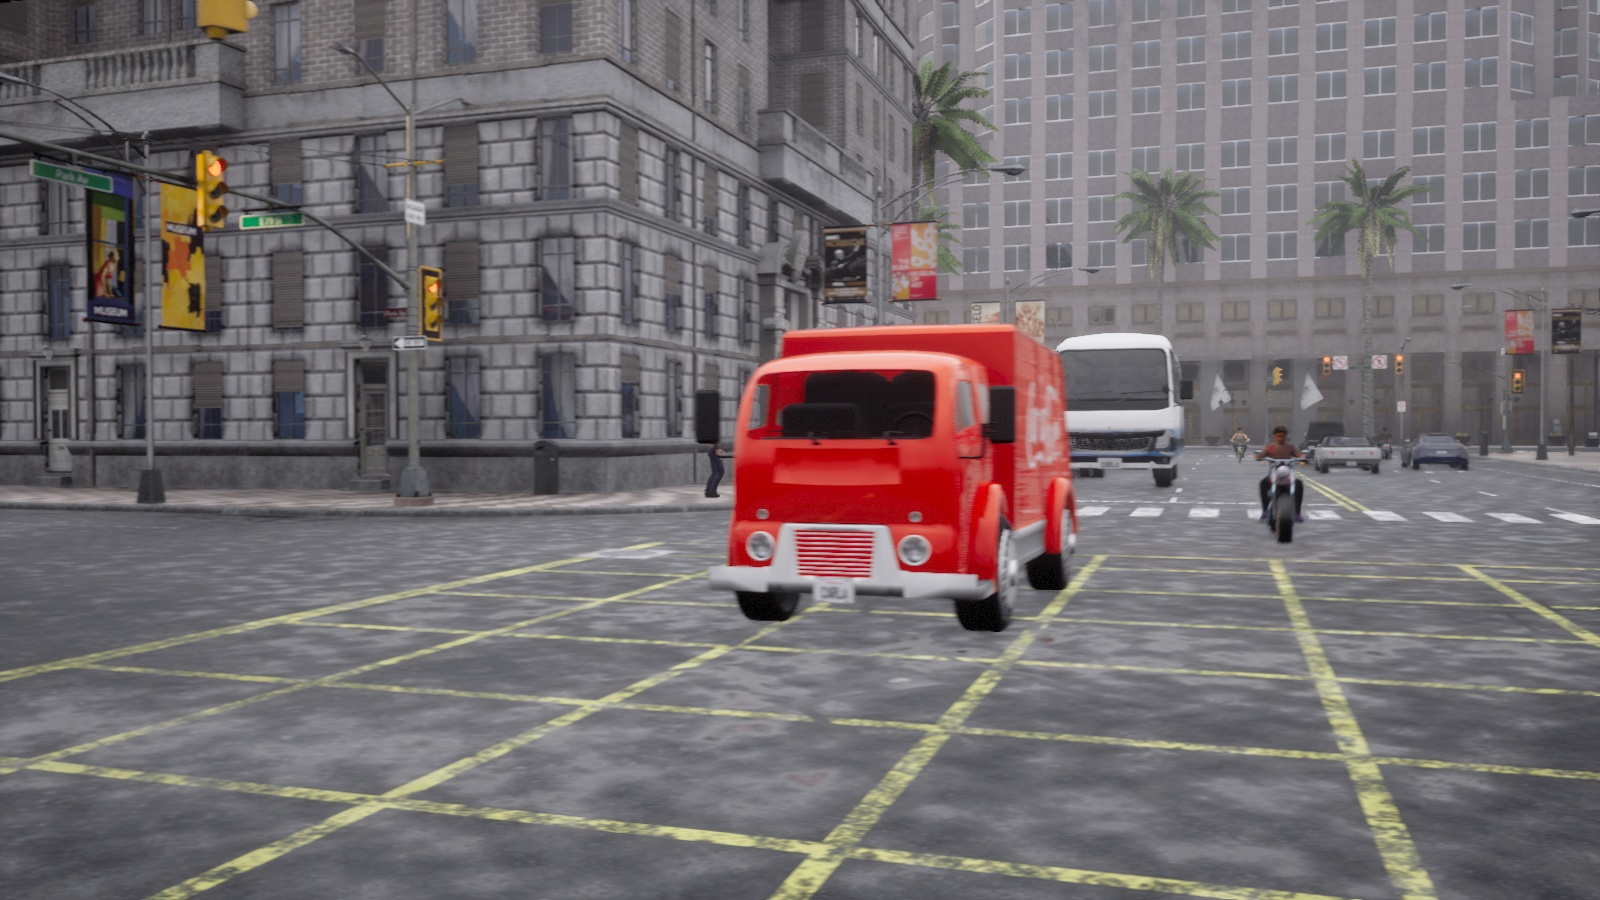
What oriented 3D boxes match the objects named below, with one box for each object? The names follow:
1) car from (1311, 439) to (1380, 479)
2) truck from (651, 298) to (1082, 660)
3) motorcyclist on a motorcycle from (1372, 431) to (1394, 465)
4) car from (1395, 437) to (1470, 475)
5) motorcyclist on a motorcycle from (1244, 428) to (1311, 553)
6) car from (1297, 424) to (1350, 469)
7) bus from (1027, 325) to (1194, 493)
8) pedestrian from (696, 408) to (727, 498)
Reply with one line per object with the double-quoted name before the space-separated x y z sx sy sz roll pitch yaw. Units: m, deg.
"car" 19.431 0.281 44.893 1.895 1.301 4.718 1 1 19
"truck" 0.956 0.163 11.444 2.627 2.467 5.204 1 1 18
"motorcyclist on a motorcycle" 29.201 -0.121 62.934 0.766 1.649 2.350 1 1 19
"car" 24.364 0.205 48.506 1.994 1.385 4.181 1 1 19
"motorcyclist on a motorcycle" 6.738 0.517 17.800 0.766 1.649 2.350 1 1 18
"car" 22.952 -0.176 55.185 1.905 1.878 3.866 1 1 19
"bus" 9.506 -1.112 37.303 3.944 4.253 10.273 1 1 19
"pedestrian" -1.835 0.059 26.042 0.594 1.836 0.345 0 1 -10
